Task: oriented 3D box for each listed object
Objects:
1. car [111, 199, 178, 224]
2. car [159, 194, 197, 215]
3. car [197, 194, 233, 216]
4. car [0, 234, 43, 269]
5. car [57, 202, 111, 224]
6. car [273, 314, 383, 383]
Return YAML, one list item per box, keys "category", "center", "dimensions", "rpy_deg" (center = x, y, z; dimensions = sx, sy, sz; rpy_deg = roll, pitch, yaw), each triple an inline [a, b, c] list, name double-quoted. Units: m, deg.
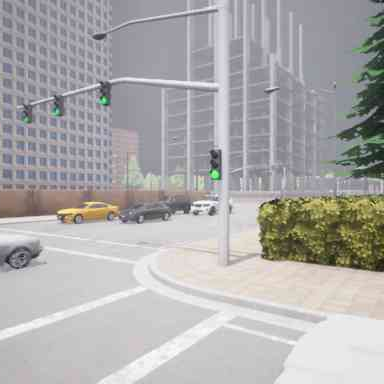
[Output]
- category: "car"
  center: [-3.561, 1.558, 25.850]
  dimensions: [1.837, 1.490, 4.892]
  rpy_deg: [0, 0, 35]
- category: "car"
  center: [-2.180, 1.275, 33.812]
  dimensions: [2.150, 2.045, 5.566]
  rpy_deg: [0, 0, 35]
- category: "car"
  center: [2.165, 1.275, 33.860]
  dimensions: [2.150, 2.045, 5.566]
  rpy_deg: [0, 0, 36]
- category: "car"
  center: [-6.669, 1.634, 9.075]
  dimensions: [1.895, 1.301, 4.718]
  rpy_deg: [0, 0, 35]
- category: "car"
  center: [-7.950, 1.531, 25.723]
  dimensions: [1.882, 1.535, 5.008]
  rpy_deg: [0, 0, 35]
- category: "car"
  center: [2.861, 1.601, 1.926]
  dimensions: [4.718, 1.301, 1.895]
  rpy_deg: [0, 0, 36]
